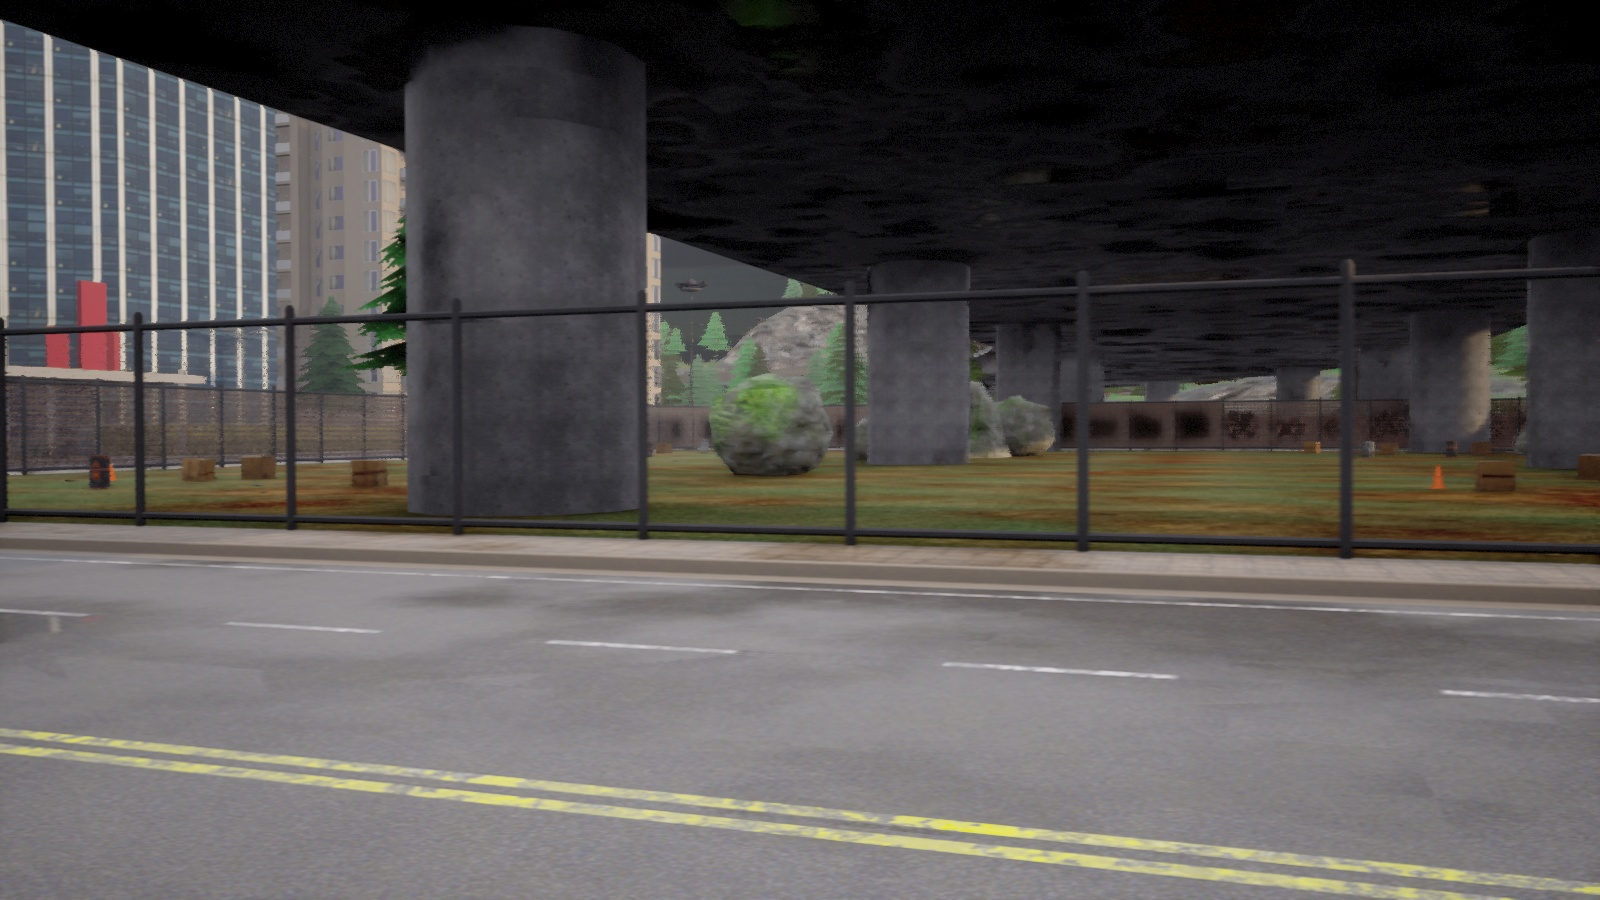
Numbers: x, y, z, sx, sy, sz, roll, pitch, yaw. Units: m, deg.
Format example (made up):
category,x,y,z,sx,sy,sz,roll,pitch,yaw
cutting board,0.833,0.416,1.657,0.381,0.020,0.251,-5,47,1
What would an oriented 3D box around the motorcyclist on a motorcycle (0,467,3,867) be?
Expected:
category,x,y,z,sx,sy,sz,roll,pitch,yaw
motorcyclist on a motorcycle,-4.130,0.773,4.583,2.191,1.530,0.866,1,1,19
